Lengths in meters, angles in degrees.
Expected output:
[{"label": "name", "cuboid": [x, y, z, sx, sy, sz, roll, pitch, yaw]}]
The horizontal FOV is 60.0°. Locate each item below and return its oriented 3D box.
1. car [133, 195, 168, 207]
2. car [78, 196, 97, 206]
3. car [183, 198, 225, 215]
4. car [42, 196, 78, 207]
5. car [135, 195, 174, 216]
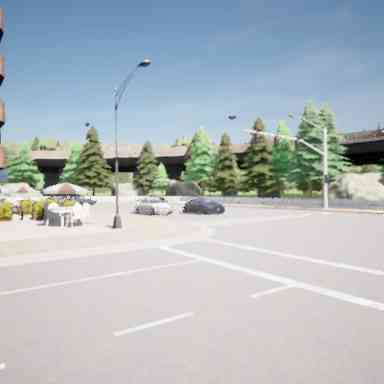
[{"label": "car", "cuboid": [-5.583, 1.122, 43.851, 2.128, 1.511, 4.902, -1, 1, -42]}, {"label": "car", "cuboid": [-16.122, 1.275, 47.505, 5.357, 1.411, 2.033, 0, 0, 26]}, {"label": "car", "cuboid": [1.003, 1.243, 29.097, 1.994, 1.385, 4.181, -1, 1, -36]}, {"label": "car", "cuboid": [-18.136, 1.303, 44.640, 4.674, 1.442, 1.812, -1, 0, 25]}, {"label": "car", "cuboid": [-3.442, 1.257, 29.315, 1.812, 1.442, 4.674, -1, 1, -36]}]
